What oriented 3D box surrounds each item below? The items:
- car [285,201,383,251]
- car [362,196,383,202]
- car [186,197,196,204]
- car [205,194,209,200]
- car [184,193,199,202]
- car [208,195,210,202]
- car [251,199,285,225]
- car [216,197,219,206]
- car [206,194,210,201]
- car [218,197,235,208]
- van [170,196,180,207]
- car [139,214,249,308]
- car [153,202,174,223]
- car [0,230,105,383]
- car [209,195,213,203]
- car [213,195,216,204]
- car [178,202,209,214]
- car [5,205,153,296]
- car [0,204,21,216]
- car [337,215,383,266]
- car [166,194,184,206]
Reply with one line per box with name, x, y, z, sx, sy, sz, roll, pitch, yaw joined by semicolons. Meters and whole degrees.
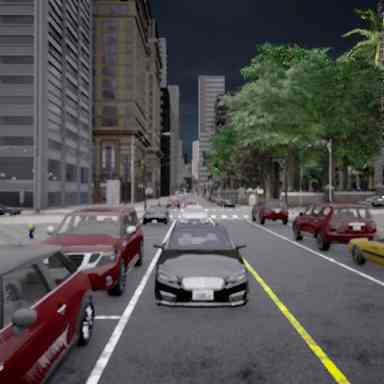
car;5.983;1.399;14.488;2.192;1.841;5.009;0;0;0
car;22.721;1.257;40.623;4.902;1.511;2.128;-1;0;0
car;-0.287;1.836;73.834;2.033;1.411;5.357;0;0;0
car;5.341;1.661;89.959;2.192;1.841;5.009;0;0;0
car;-0.228;1.602;58.700;2.097;1.767;4.553;0;0;0
car;5.433;1.864;79.118;1.887;1.381;4.507;0;0;0
car;5.889;1.450;25.462;2.192;1.841;5.009;0;0;0
car;5.617;1.836;57.437;1.802;1.307;4.206;0;0;0
car;5.386;1.899;84.539;1.947;1.339;4.313;0;0;0
car;5.663;1.802;52.018;1.947;1.339;4.313;0;0;0
van;-2.907;1.583;57.385;1.690;1.788;3.998;0;0;0
car;0.175;1.535;8.224;2.128;1.511;4.902;0;0;0
car;-2.636;1.688;25.406;1.947;1.339;4.313;0;0;0
car;-2.450;1.455;3.456;1.967;1.590;4.097;0;0;0
car;5.479;1.886;73.698;1.802;1.307;4.206;0;0;0
car;5.571;1.712;62.858;1.967;1.590;4.097;0;0;0
car;0.148;1.640;22.835;1.812;1.442;4.674;0;0;0
car;-2.496;1.358;8.944;2.192;1.841;5.009;0;0;0
car;-21.728;2.094;37.252;5.008;1.535;1.882;-1;0;0
car;6.027;1.582;9.170;1.752;1.417;4.829;0;0;0
car;-2.861;1.538;51.965;2.192;1.841;5.009;0;0;0
